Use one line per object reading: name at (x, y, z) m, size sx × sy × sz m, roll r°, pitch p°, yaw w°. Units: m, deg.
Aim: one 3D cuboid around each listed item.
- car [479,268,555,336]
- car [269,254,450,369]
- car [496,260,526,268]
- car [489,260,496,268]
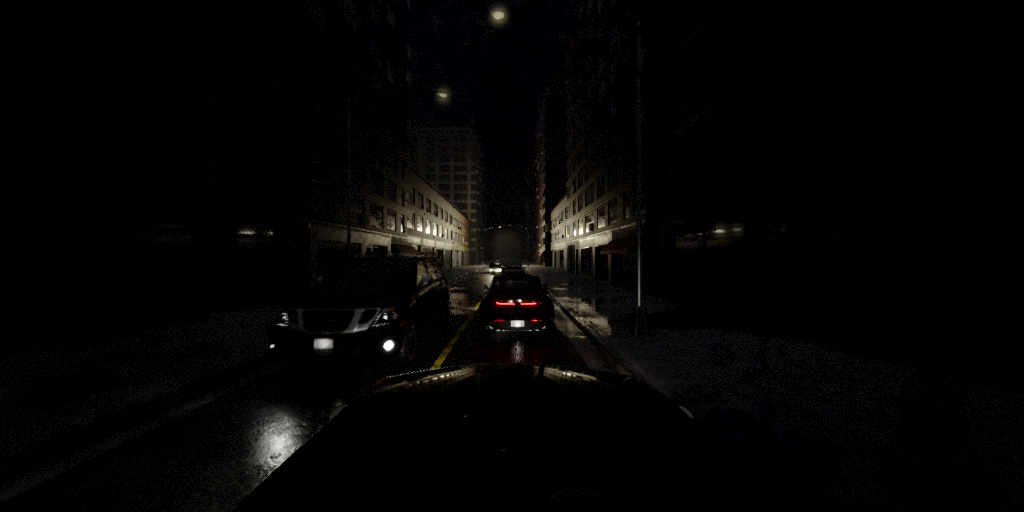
car at (0.105, 1.257, 10.385) m, size 1.837 × 1.490 × 4.892 m, roll 0°, pitch 0°, yaw 0°
car at (-2.848, 0.973, 8.176) m, size 2.150 × 2.045 × 5.566 m, roll 0°, pitch 0°, yaw 0°
car at (0.094, 1.250, 28.168) m, size 2.128 × 1.511 × 4.902 m, roll 0°, pitch 0°, yaw 0°
car at (-2.760, 1.336, 58.799) m, size 2.033 × 1.411 × 5.357 m, roll 0°, pitch 0°, yaw 0°
